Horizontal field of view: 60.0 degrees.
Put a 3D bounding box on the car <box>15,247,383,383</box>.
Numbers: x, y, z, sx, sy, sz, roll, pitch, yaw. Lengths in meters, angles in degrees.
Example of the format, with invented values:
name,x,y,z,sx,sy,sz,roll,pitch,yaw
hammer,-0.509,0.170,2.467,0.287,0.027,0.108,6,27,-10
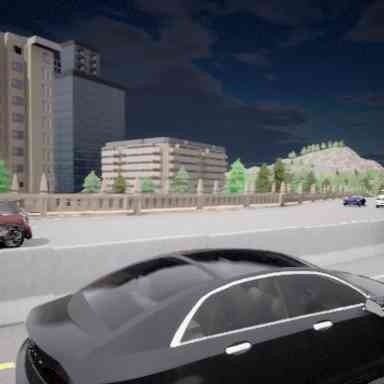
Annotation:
name,x,y,z,sx,sy,sz,roll,pitch,yaw
car,0.739,1.426,3.830,4.892,1.490,1.837,0,2,-30

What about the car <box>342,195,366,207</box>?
name,x,y,z,sx,sy,sz,roll,pitch,yaw
car,19.372,1.077,39.630,1.895,1.301,4.718,1,1,36

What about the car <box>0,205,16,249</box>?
name,x,y,z,sx,sy,sz,roll,pitch,yaw
car,-6.967,1.237,7.761,4.902,1.511,2.128,0,1,-28

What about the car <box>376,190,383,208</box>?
name,x,y,z,sx,sy,sz,roll,pitch,yaw
car,22.637,0.754,38.168,2.150,2.045,5.566,1,1,36

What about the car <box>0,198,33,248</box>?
name,x,y,z,sx,sy,sz,roll,pitch,yaw
car,-7.903,1.014,11.223,4.553,1.767,2.097,0,1,-29
